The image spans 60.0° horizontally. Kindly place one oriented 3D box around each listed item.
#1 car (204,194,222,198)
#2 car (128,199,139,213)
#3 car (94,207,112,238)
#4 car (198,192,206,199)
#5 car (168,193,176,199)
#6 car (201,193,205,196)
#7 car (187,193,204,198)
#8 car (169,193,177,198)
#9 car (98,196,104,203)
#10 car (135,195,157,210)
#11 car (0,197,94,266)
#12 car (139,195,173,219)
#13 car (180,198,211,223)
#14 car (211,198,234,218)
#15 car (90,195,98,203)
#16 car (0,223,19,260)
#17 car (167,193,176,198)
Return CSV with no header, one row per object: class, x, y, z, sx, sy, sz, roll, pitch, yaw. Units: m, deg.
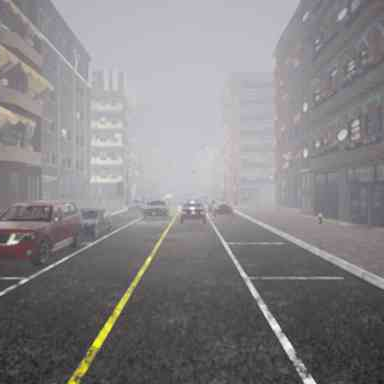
car,2.549,1.233,33.706,1.967,1.590,4.097,1,0,0
car,-5.338,1.375,33.679,1.802,1.307,4.206,1,0,0
car,-5.320,1.461,17.032,1.947,1.339,4.313,1,0,0
car,2.510,0.924,83.146,1.967,1.590,4.097,1,0,0
car,-5.375,0.975,88.611,1.752,1.417,4.829,1,0,0
car,2.518,1.106,71.805,2.008,1.369,4.403,1,0,0
car,0.063,1.243,38.146,1.882,1.535,5.008,0,0,0
car,-5.380,0.979,94.453,1.947,1.339,4.313,1,0,0
car,-17.670,1.222,58.605,4.313,1.339,1.947,0,0,0
car,-5.345,1.199,39.227,1.967,1.590,4.097,1,0,0
car,-5.313,1.245,11.482,2.192,1.841,5.009,1,0,0
car,-2.845,1.309,27.340,1.882,1.535,5.008,0,0,0
car,0.081,1.398,24.224,2.033,1.411,5.357,0,0,0
car,2.551,1.409,28.158,1.802,1.307,4.206,1,0,0
car,-17.602,0.923,50.727,5.009,1.841,2.192,0,0,0
car,-5.312,1.514,5.935,2.008,1.369,4.403,1,0,0
car,-5.367,1.047,77.270,1.752,1.417,4.829,1,0,0
